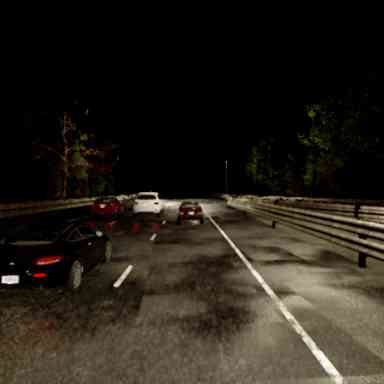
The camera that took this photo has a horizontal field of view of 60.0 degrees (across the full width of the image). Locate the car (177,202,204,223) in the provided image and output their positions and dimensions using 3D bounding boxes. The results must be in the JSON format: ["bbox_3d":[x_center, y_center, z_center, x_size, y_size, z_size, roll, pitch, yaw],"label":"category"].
[{"bbox_3d":[-0.128,1.425,24.292,2.033,1.411,5.357,0,0,-1],"label":"car"}]

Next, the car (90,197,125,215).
[{"bbox_3d":[-7.218,1.211,28.820,2.097,1.767,4.553,0,0,-1],"label":"car"}]

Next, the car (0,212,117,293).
[{"bbox_3d":[-3.444,1.480,8.604,1.812,1.442,4.674,0,0,0],"label":"car"}]

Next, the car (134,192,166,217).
[{"bbox_3d":[-3.723,1.078,29.195,2.150,2.045,5.566,0,0,-1],"label":"car"}]
